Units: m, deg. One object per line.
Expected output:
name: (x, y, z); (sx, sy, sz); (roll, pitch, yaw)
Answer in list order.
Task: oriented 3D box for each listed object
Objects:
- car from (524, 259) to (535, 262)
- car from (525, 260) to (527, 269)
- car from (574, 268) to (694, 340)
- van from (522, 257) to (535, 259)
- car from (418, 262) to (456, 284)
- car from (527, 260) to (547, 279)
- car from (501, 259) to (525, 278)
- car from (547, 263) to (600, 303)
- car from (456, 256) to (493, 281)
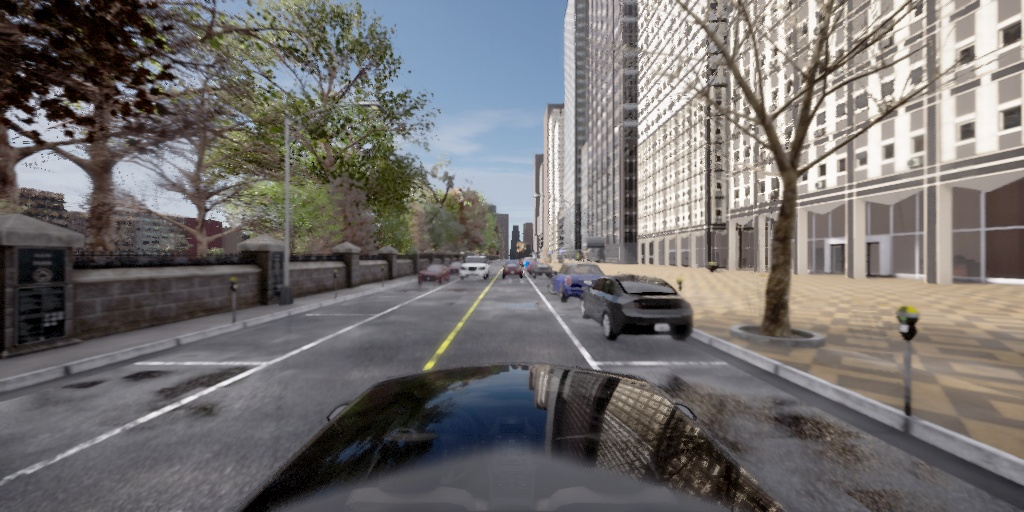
car: (2.678, 1.346, 43.564); (1.802, 1.307, 4.207); (0, 0, 0)
car: (2.680, 1.342, 37.932); (1.802, 1.307, 4.207); (0, 0, 0)
car: (3.143, 1.254, 9.921); (1.837, 1.490, 4.892); (0, 0, 0)
van: (2.675, 1.115, 54.829); (1.690, 1.789, 3.998); (0, 0, 0)
car: (-5.698, 1.300, 26.665); (1.888, 1.381, 4.507); (0, 0, 0)
car: (2.681, 1.308, 32.299); (2.007, 1.370, 4.403); (0, 0, 0)
car: (0.056, 1.283, 33.837); (1.812, 1.442, 4.674); (0, 0, 0)
car: (3.089, 1.103, 16.941); (2.097, 1.767, 4.553); (0, 0, -1)
car: (-3.105, 0.977, 30.824); (2.150, 2.045, 5.566); (0, 0, 0)
